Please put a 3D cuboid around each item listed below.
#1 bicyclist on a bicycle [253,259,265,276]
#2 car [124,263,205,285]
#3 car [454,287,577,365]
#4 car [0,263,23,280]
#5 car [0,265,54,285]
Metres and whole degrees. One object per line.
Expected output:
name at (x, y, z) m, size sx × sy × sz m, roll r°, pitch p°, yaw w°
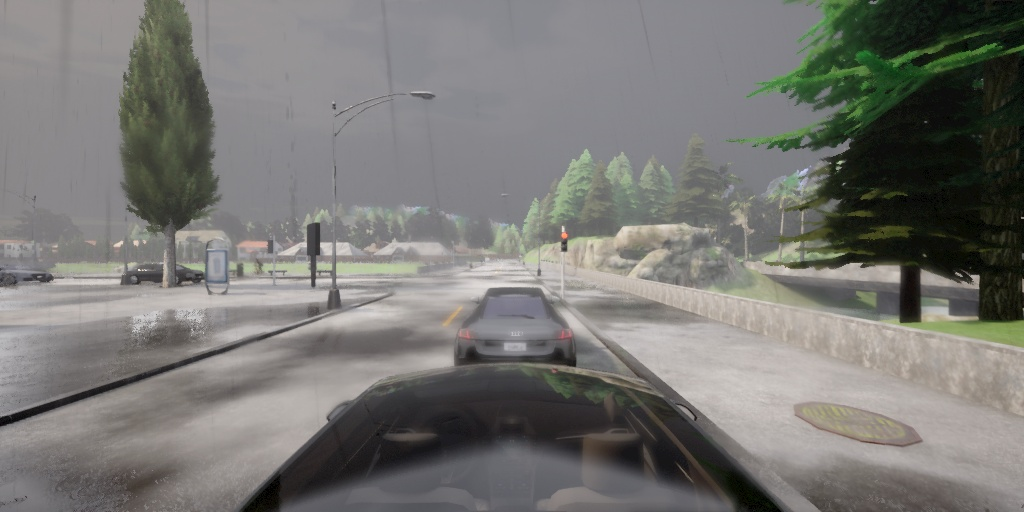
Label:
bicyclist on a bicycle at (-24.104, 1.099, 34.140) m, size 0.582 × 1.620 × 1.656 m, roll 0°, pitch 0°, yaw 0°
car at (-24.836, 1.255, 25.742) m, size 4.892 × 1.490 × 1.837 m, roll 0°, pitch 0°, yaw 0°
car at (0.063, 1.314, 7.318) m, size 1.994 × 1.385 × 4.181 m, roll 0°, pitch 0°, yaw 0°
car at (-44.897, 1.297, 29.944) m, size 5.357 × 1.411 × 2.033 m, roll 0°, pitch 0°, yaw 0°
car at (-35.934, 1.314, 25.746) m, size 4.181 × 1.385 × 1.994 m, roll 0°, pitch 0°, yaw 0°
